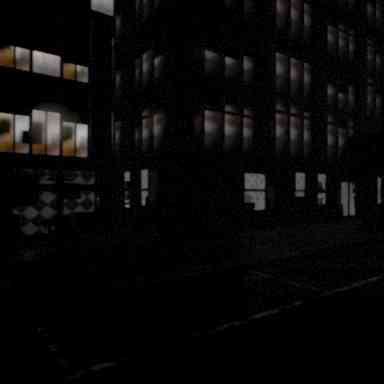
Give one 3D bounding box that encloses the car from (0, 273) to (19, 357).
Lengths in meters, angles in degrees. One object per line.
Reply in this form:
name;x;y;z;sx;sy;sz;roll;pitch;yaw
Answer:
car;-4.347;1.557;3.446;4.507;1.381;1.887;-1;1;-35
